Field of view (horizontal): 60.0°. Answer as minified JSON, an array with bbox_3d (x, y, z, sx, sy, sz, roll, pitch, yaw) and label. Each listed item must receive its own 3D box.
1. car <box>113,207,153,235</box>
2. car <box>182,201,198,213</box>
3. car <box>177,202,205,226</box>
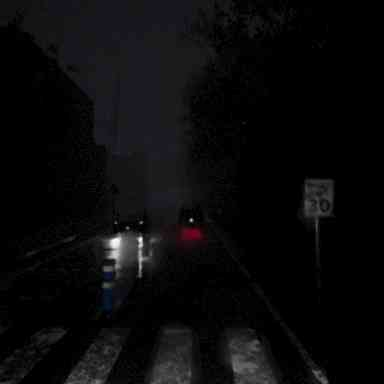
[{"bbox_3d":[-3.471,1.666,20.178,1.812,1.442,4.674,0,0,0],"label":"car"},{"bbox_3d":[-0.243,1.854,42.045,1.895,1.301,4.718,0,0,-1],"label":"car"},{"bbox_3d":[-0.060,1.683,25.226,1.837,1.490,4.892,0,0,0],"label":"car"}]
